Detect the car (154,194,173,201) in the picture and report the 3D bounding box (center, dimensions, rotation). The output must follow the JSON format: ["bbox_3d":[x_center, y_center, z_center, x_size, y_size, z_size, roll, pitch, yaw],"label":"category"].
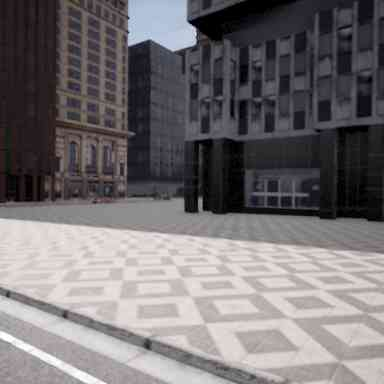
[{"bbox_3d":[-6.054,1.144,70.753,2.128,1.511,4.902,1,1,35],"label":"car"}]

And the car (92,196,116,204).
[{"bbox_3d":[-15.201,1.430,57.831,1.994,1.385,4.181,1,1,35],"label":"car"}]
